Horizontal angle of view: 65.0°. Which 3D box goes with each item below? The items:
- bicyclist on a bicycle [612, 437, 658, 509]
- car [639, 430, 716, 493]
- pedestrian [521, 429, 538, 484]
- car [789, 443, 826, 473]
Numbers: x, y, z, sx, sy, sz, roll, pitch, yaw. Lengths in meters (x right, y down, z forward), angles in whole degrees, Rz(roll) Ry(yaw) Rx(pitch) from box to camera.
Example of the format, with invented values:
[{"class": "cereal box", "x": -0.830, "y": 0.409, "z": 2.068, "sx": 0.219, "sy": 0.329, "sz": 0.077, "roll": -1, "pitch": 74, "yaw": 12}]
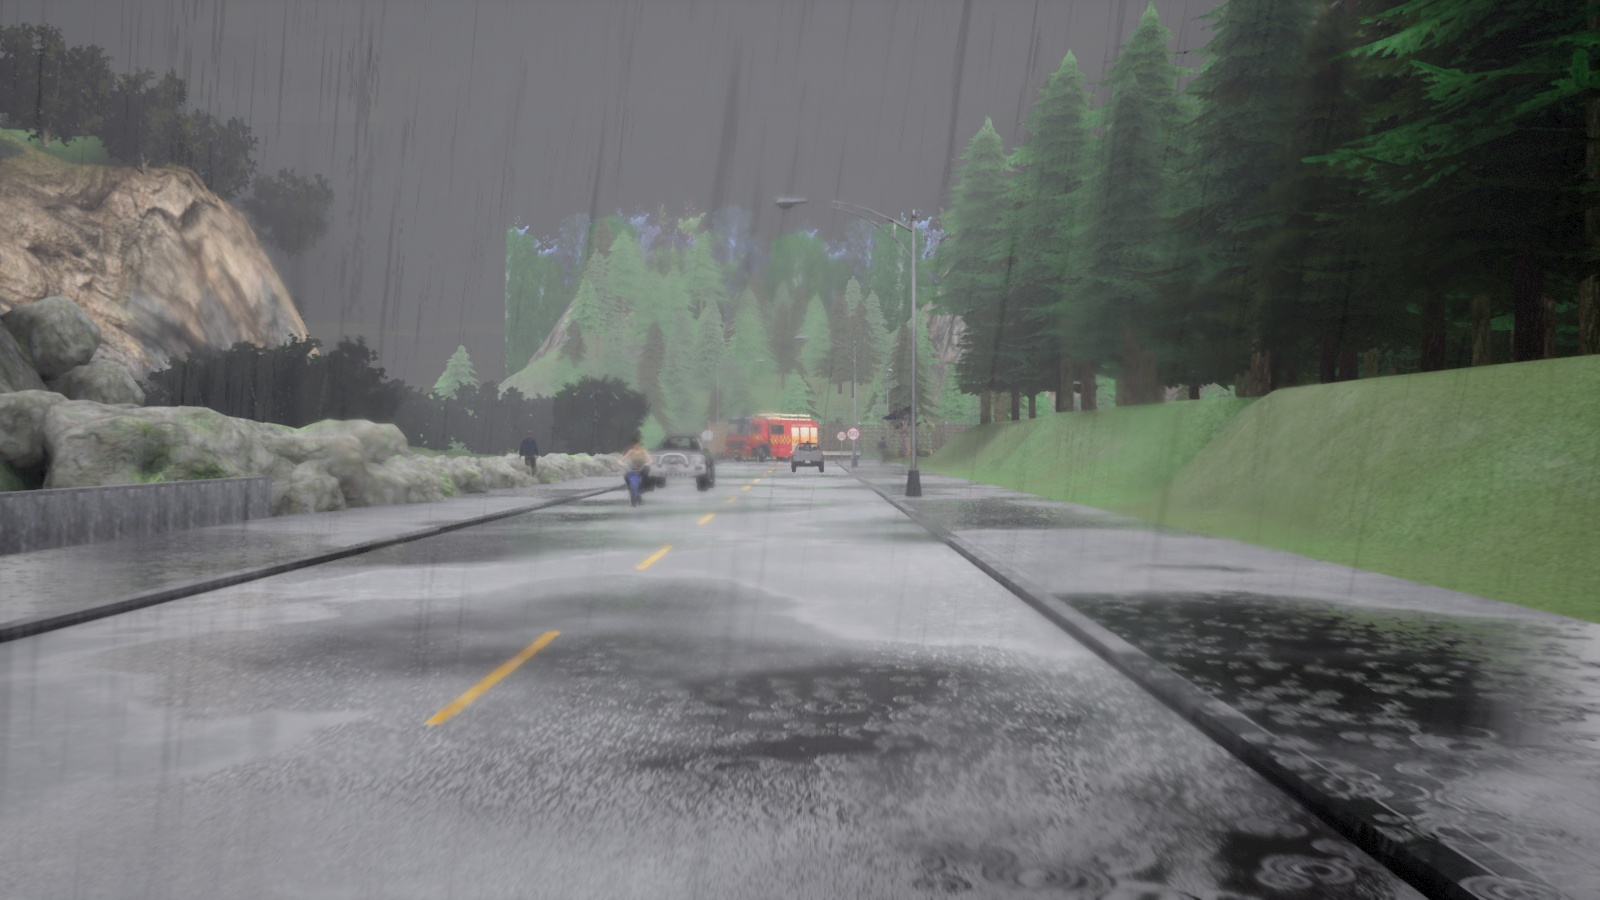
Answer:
[{"class": "bicyclist on a bicycle", "x": -3.818, "y": 0.516, "z": 29.142, "sx": 0.866, "sy": 1.612, "sz": 1.509, "roll": 0, "pitch": 0, "yaw": 0}, {"class": "car", "x": -3.760, "y": 0.339, "z": 39.364, "sx": 1.932, "sy": 1.855, "sz": 4.605, "roll": 0, "pitch": 0, "yaw": 0}, {"class": "pedestrian", "x": -9.115, "y": 0.210, "z": 42.331, "sx": 0.402, "sy": 1.842, "sz": 0.726, "roll": 0, "pitch": 0, "yaw": 1}, {"class": "car", "x": 0.395, "y": 0.391, "z": 65.330, "sx": 1.845, "sy": 1.501, "sz": 3.633, "roll": 0, "pitch": 0, "yaw": 0}]
